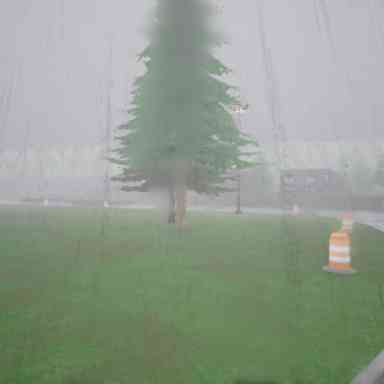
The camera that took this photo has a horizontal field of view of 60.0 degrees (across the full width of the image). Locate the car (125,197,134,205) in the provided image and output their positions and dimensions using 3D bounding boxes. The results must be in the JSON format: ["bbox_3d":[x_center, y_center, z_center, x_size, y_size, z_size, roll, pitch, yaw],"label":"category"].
[{"bbox_3d":[-13.740,1.779,66.318,4.892,1.490,1.837,1,0,31],"label":"car"}]

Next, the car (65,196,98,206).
[{"bbox_3d":[-19.066,1.686,57.270,4.892,1.490,1.837,1,0,31],"label":"car"}]

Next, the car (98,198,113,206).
[{"bbox_3d":[-17.075,1.812,60.154,4.718,1.301,1.895,0,0,31],"label":"car"}]

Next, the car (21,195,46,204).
[{"bbox_3d":[-31.010,1.459,64.292,4.892,1.490,1.837,0,0,31],"label":"car"}]

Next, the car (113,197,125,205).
[{"bbox_3d":[-15.470,1.806,63.275,4.181,1.385,1.994,0,0,31],"label":"car"}]

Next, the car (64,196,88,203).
[{"bbox_3d":[-25.679,1.592,73.337,5.357,1.411,2.033,0,0,31],"label":"car"}]

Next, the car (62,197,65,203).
[{"bbox_3d":[-27.483,1.616,70.337,4.718,1.301,1.895,0,0,31],"label":"car"}]

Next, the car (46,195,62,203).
[{"bbox_3d":[-29.206,1.346,67.293,4.553,1.767,2.097,0,0,31],"label":"car"}]
